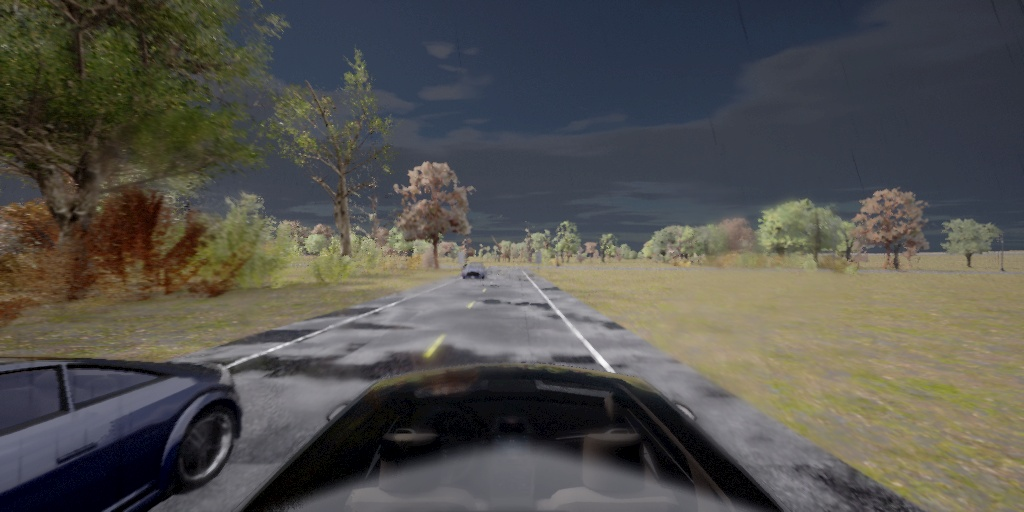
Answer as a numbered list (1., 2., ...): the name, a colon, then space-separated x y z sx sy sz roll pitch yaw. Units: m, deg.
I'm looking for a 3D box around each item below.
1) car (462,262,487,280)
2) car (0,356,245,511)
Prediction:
1. car: -3.580 1.392 34.958 2.097 1.767 4.553 0 -1 0
2. car: -3.599 1.314 1.755 1.994 1.385 4.181 0 -1 0
